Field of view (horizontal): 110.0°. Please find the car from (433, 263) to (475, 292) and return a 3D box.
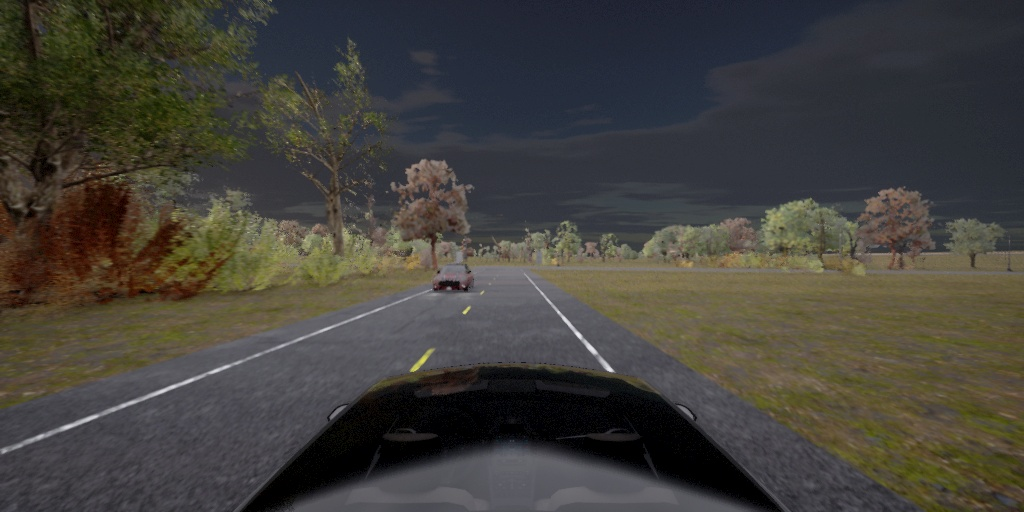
[{"bbox_3d":[-3.606,1.289,22.808,2.097,1.767,4.553,0,0,0],"label":"car"}]
